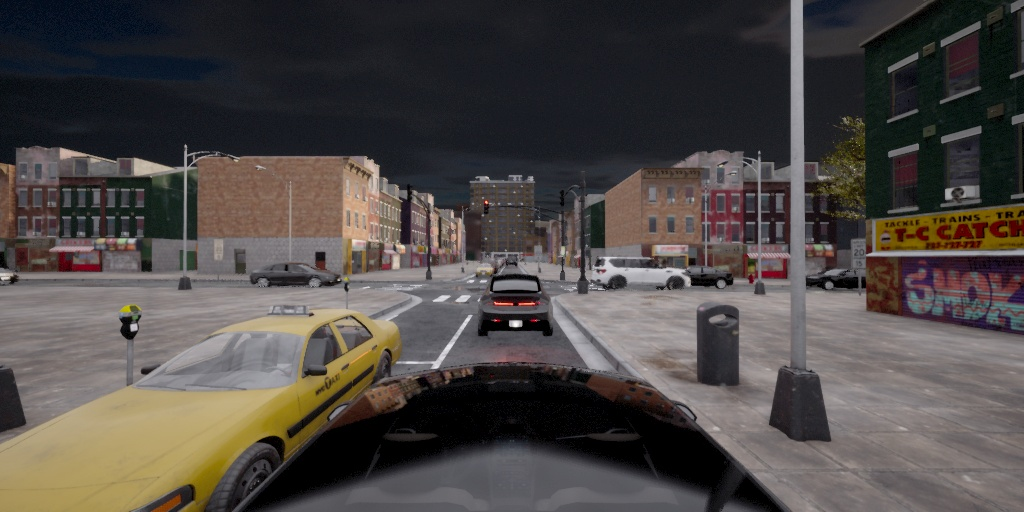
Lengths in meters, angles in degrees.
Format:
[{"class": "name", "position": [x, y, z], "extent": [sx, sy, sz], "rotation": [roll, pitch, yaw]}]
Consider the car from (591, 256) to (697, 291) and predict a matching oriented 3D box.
[{"class": "car", "position": [7.548, 1.061, 21.386], "extent": [5.566, 2.045, 2.150], "rotation": [1, 0, 0]}]

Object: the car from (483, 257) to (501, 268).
[{"class": "car", "position": [-2.693, 1.100, 41.568], "extent": [2.192, 1.841, 5.009], "rotation": [0, 0, 0]}]

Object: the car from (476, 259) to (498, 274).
[{"class": "car", "position": [-2.685, 1.302, 35.955], "extent": [1.751, 1.417, 4.829], "rotation": [0, 0, 0]}]

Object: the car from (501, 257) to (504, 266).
[{"class": "car", "position": [-2.723, 1.358, 63.173], "extent": [1.751, 1.417, 4.829], "rotation": [0, 0, 0]}]

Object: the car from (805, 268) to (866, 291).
[{"class": "car", "position": [22.382, 1.546, 24.428], "extent": [5.008, 1.535, 1.882], "rotation": [1, 0, -1]}]

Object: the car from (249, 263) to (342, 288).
[{"class": "car", "position": [-12.748, 1.174, 21.300], "extent": [4.892, 1.490, 1.837], "rotation": [0, 0, -2]}]

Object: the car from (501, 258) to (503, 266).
[{"class": "car", "position": [-2.708, 1.357, 52.456], "extent": [2.007, 1.370, 4.403], "rotation": [0, 0, 0]}]

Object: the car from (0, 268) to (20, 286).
[{"class": "car", "position": [-32.264, 1.036, 21.132], "extent": [4.902, 1.511, 2.128], "rotation": [0, 0, 0]}]

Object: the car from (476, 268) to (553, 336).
[{"class": "car", "position": [0.084, 1.257, 10.381], "extent": [1.837, 1.490, 4.892], "rotation": [0, 0, 0]}]

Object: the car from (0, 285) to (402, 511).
[{"class": "car", "position": [-2.641, 1.276, 3.998], "extent": [1.751, 1.417, 4.829], "rotation": [0, 0, 0]}]

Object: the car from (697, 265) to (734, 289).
[{"class": "car", "position": [12.255, 1.393, 24.366], "extent": [5.008, 1.535, 1.882], "rotation": [1, 0, 0]}]
